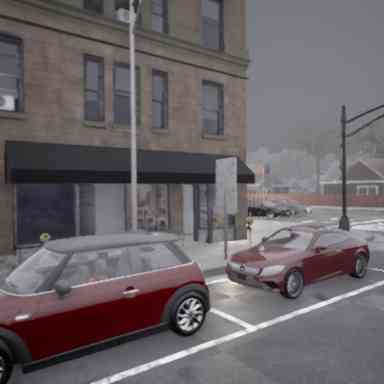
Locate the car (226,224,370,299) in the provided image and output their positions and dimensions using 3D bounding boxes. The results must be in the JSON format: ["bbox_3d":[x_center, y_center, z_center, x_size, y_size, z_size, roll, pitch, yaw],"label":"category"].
[{"bbox_3d":[2.733,1.490,8.137,4.206,1.307,1.802,-1,1,-35],"label":"car"}]

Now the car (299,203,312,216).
[{"bbox_3d":[7.991,1.289,28.816,2.128,1.511,4.902,-1,0,-36],"label":"car"}]

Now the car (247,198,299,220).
[{"bbox_3d":[5.635,1.317,26.519,1.882,1.535,5.008,-1,0,-35],"label":"car"}]

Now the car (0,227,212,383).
[{"bbox_3d":[-1.762,1.422,4.931,4.097,1.590,1.967,-1,1,-35],"label":"car"}]
